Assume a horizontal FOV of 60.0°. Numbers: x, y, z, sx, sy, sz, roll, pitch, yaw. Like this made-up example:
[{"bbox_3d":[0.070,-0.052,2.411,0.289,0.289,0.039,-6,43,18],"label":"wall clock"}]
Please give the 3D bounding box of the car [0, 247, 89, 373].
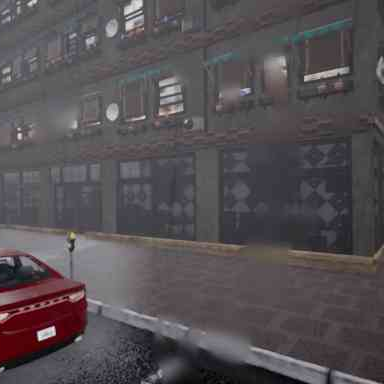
[{"bbox_3d":[-3.543,1.552,5.258,4.507,1.381,1.887,0,-1,36],"label":"car"}]
